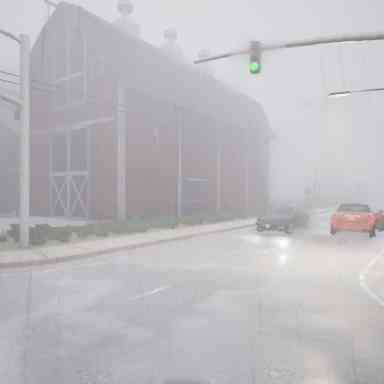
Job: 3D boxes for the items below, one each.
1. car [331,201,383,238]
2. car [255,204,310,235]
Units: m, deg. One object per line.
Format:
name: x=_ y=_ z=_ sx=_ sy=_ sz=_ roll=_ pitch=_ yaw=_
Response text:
car: x=9.198 y=1.354 z=18.259 sx=2.097 sy=1.767 sz=4.553 roll=0 pitch=0 yaw=36
car: x=5.305 y=1.503 z=19.043 sx=1.837 sy=1.490 sz=4.892 roll=0 pitch=0 yaw=36
